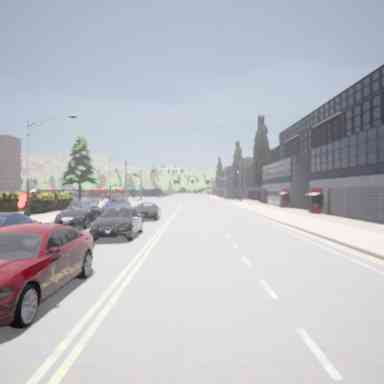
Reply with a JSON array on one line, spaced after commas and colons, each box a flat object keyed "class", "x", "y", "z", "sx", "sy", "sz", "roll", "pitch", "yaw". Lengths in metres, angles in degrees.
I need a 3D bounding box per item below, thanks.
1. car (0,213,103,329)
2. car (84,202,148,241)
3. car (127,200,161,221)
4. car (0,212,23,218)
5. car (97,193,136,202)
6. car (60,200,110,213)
[{"class": "car", "x": -3.597, "y": 1.460, "z": 7.122, "sx": 1.882, "sy": 1.535, "sz": 5.008, "roll": 0, "pitch": 0, "yaw": 0}, {"class": "car", "x": -3.593, "y": 1.465, "z": 16.618, "sx": 1.837, "sy": 1.490, "sz": 4.892, "roll": 0, "pitch": 0, "yaw": 0}, {"class": "car", "x": -3.572, "y": 1.501, "z": 26.494, "sx": 1.994, "sy": 1.385, "sz": 4.181, "roll": 0, "pitch": 0, "yaw": 1}, {"class": "car", "x": -7.095, "y": 1.496, "z": 12.042, "sx": 1.812, "sy": 1.442, "sz": 4.674, "roll": 0, "pitch": 0, "yaw": 0}, {"class": "car", "x": -7.061, "y": 1.276, "z": 31.582, "sx": 2.097, "sy": 1.767, "sz": 4.553, "roll": 0, "pitch": 0, "yaw": 0}, {"class": "car", "x": -7.088, "y": 1.440, "z": 21.306, "sx": 2.128, "sy": 1.511, "sz": 4.902, "roll": 0, "pitch": 0, "yaw": 0}]
